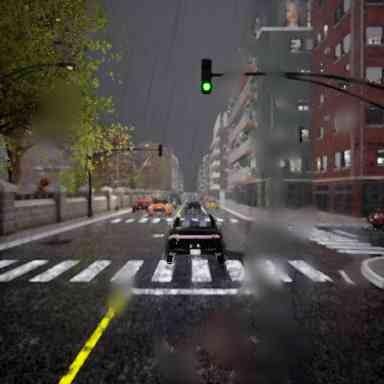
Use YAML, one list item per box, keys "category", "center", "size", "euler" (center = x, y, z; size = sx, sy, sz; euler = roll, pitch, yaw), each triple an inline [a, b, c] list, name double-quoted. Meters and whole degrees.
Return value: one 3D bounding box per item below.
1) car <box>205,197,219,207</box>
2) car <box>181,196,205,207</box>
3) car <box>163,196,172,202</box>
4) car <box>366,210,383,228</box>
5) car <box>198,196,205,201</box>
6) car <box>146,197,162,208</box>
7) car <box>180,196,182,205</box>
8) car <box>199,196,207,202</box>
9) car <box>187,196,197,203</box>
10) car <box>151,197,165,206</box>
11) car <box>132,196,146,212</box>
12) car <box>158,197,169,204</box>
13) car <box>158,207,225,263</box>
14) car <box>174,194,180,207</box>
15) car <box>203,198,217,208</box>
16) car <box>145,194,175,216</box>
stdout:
- category: "car"
  center: [2.671, 1.592, 44.725]
  size: [1.752, 1.417, 4.829]
  euler: [0, 0, 0]
- category: "car"
  center: [0.085, 1.547, 38.783]
  size: [2.128, 1.511, 4.902]
  euler: [0, 0, 0]
- category: "car"
  center: [-5.721, 1.716, 77.763]
  size: [1.802, 1.307, 4.206]
  euler: [0, 0, 0]
- category: "car"
  center: [14.607, 1.619, 22.451]
  size: [5.009, 1.841, 2.192]
  euler: [1, -1, 0]
- category: "car"
  center: [2.653, 1.740, 94.372]
  size: [1.947, 1.339, 4.313]
  euler: [0, 0, 0]
- category: "car"
  center: [-5.712, 1.517, 50.087]
  size: [1.967, 1.590, 4.097]
  euler: [0, 0, 0]
- category: "car"
  center: [-3.059, 1.314, 60.858]
  size: [2.150, 2.045, 5.566]
  euler: [0, 0, 1]
- category: "car"
  center: [2.657, 1.692, 83.301]
  size: [1.887, 1.381, 4.507]
  euler: [0, 0, 0]
- category: "car"
  center: [-0.025, 1.667, 74.324]
  size: [2.033, 1.411, 5.357]
  euler: [0, 0, 0]
- category: "car"
  center: [-5.714, 1.633, 55.622]
  size: [1.887, 1.381, 4.507]
  euler: [0, 0, 0]
- category: "car"
  center: [-5.708, 1.371, 39.016]
  size: [2.192, 1.841, 5.009]
  euler: [0, 0, 0]
- category: "car"
  center: [-5.718, 1.692, 66.692]
  size: [1.802, 1.307, 4.206]
  euler: [0, 0, 0]
- category: "car"
  center: [0.096, 1.507, 11.975]
  size: [2.128, 1.511, 4.902]
  euler: [0, 0, 0]
- category: "car"
  center: [-3.106, 1.420, 44.878]
  size: [2.097, 1.767, 4.553]
  euler: [0, 0, 0]
- category: "car"
  center: [2.669, 1.622, 50.090]
  size: [1.887, 1.381, 4.507]
  euler: [0, 0, 0]
- category: "car"
  center: [-3.076, 1.399, 33.086]
  size: [2.097, 1.767, 4.553]
  euler: [0, 0, -1]
